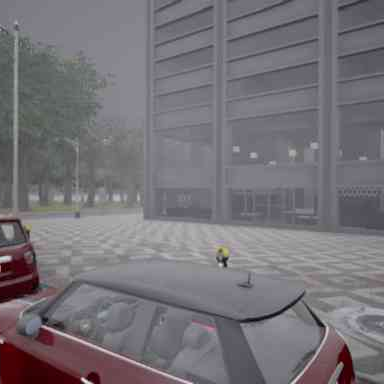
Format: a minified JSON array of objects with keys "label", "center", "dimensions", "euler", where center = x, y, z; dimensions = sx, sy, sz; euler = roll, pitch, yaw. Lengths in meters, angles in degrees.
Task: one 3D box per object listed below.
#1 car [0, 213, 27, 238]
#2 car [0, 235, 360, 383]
[{"label":"car","center":[-5.042,1.290,6.552],"dimensions":[5.009,1.841,2.192],"euler":[0,0,35]},{"label":"car","center":[-0.613,1.432,3.398],"dimensions":[4.097,1.590,1.967],"euler":[0,0,35]}]
